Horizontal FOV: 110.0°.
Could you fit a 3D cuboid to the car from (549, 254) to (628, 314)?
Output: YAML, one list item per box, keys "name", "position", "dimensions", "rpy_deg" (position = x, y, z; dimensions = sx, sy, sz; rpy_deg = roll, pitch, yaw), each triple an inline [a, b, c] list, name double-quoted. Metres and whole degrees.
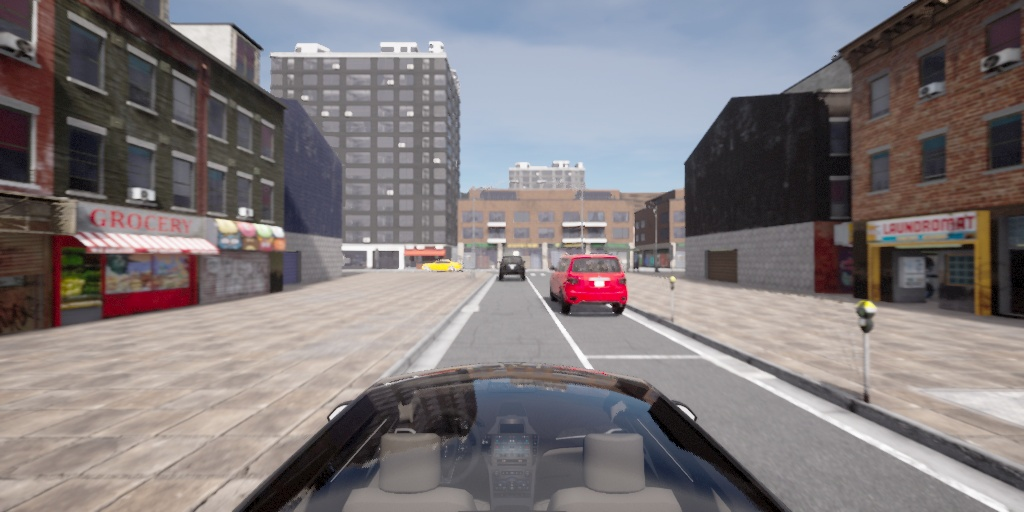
- name: "car"
  position: [2.749, 0.965, 13.956]
  dimensions: [2.150, 2.045, 5.566]
  rpy_deg: [0, 0, 0]

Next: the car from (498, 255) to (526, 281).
- name: "car"
  position: [0.008, 0.957, 29.902]
  dimensions: [2.150, 2.045, 5.566]
  rpy_deg: [0, 0, 0]

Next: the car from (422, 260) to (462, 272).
- name: "car"
  position: [-8.837, 1.229, 45.178]
  dimensions: [5.008, 1.535, 1.882]
  rpy_deg: [0, 0, 3]
